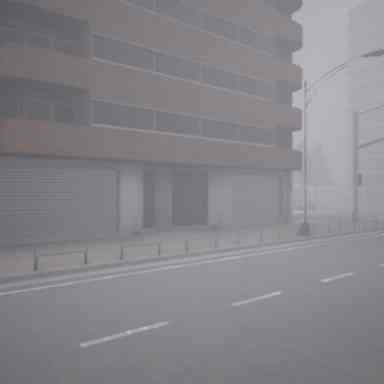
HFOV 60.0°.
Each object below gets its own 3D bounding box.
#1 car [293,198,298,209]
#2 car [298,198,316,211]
[{"bbox_3d":[9.902,1.538,39.378,1.994,1.385,4.181,0,0,-35],"label":"car"},{"bbox_3d":[13.012,1.498,41.040,1.812,1.442,4.674,0,0,-35],"label":"car"}]
